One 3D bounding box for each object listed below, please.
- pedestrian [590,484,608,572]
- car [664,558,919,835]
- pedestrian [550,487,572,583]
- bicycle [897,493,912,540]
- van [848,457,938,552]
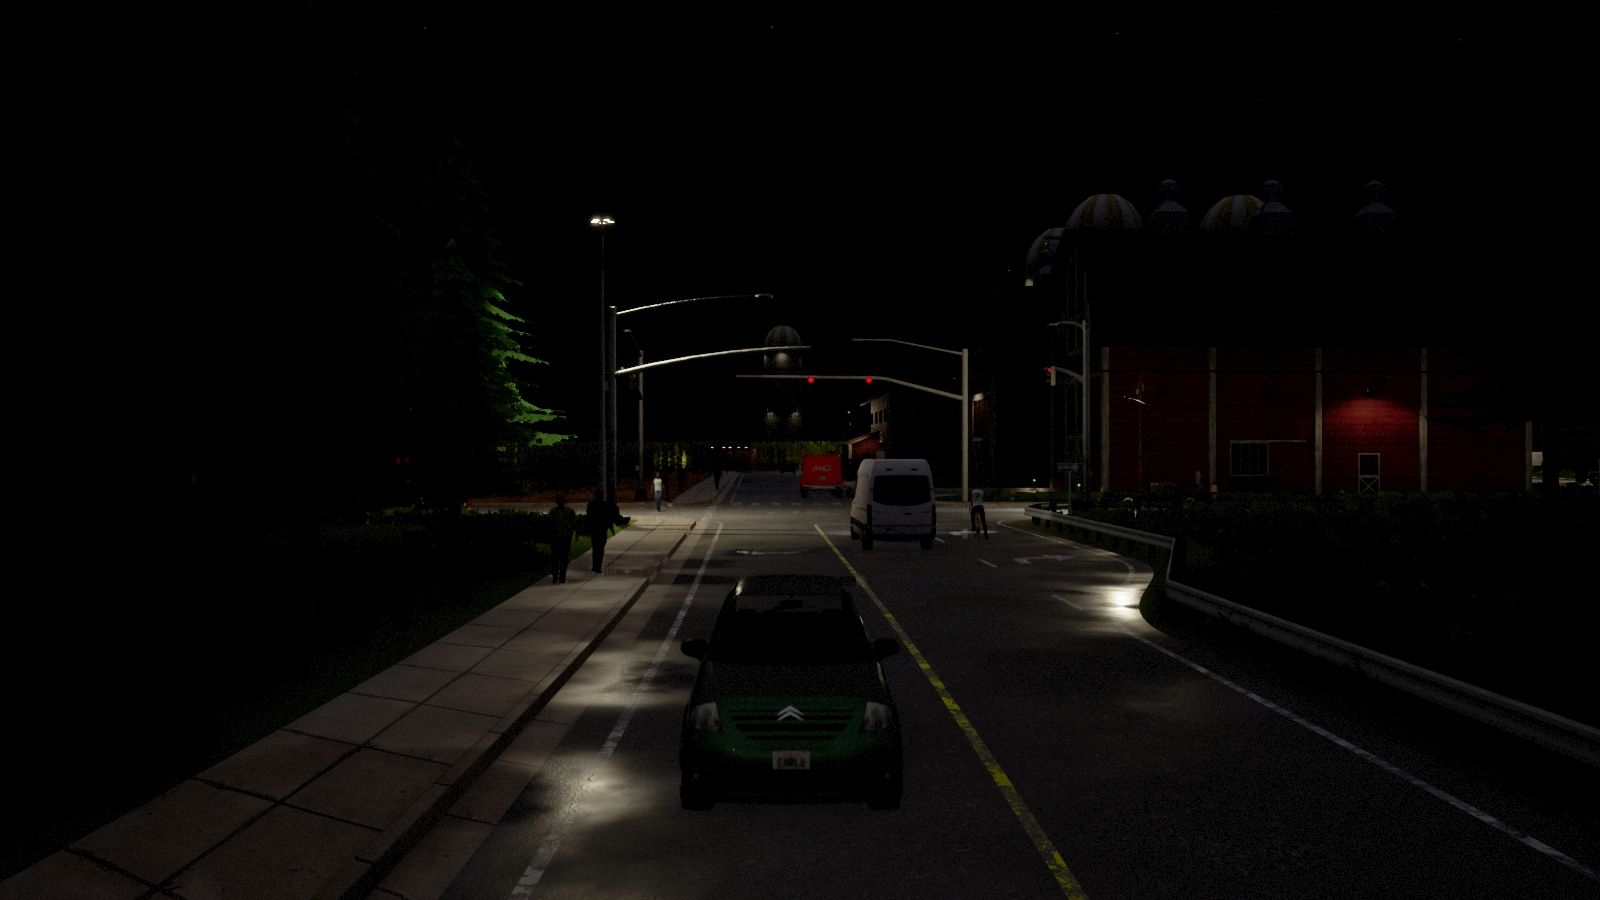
[{"bbox_3d":[-4.316,1.669,24.495,0.375,1.860,0.375,0,0,-11],"label":"pedestrian"},{"bbox_3d":[-0.088,1.973,10.259,1.851,1.617,3.988,0,0,-1],"label":"car"},{"bbox_3d":[-4.702,1.670,22.459,0.375,1.860,0.375,0,0,-3],"label":"pedestrian"},{"bbox_3d":[3.290,2.079,36.037,0.373,1.396,1.643,0,0,3],"label":"bicycle"},{"bbox_3d":[2.659,1.508,34.092,1.988,2.561,5.915,0,0,-2],"label":"van"}]
